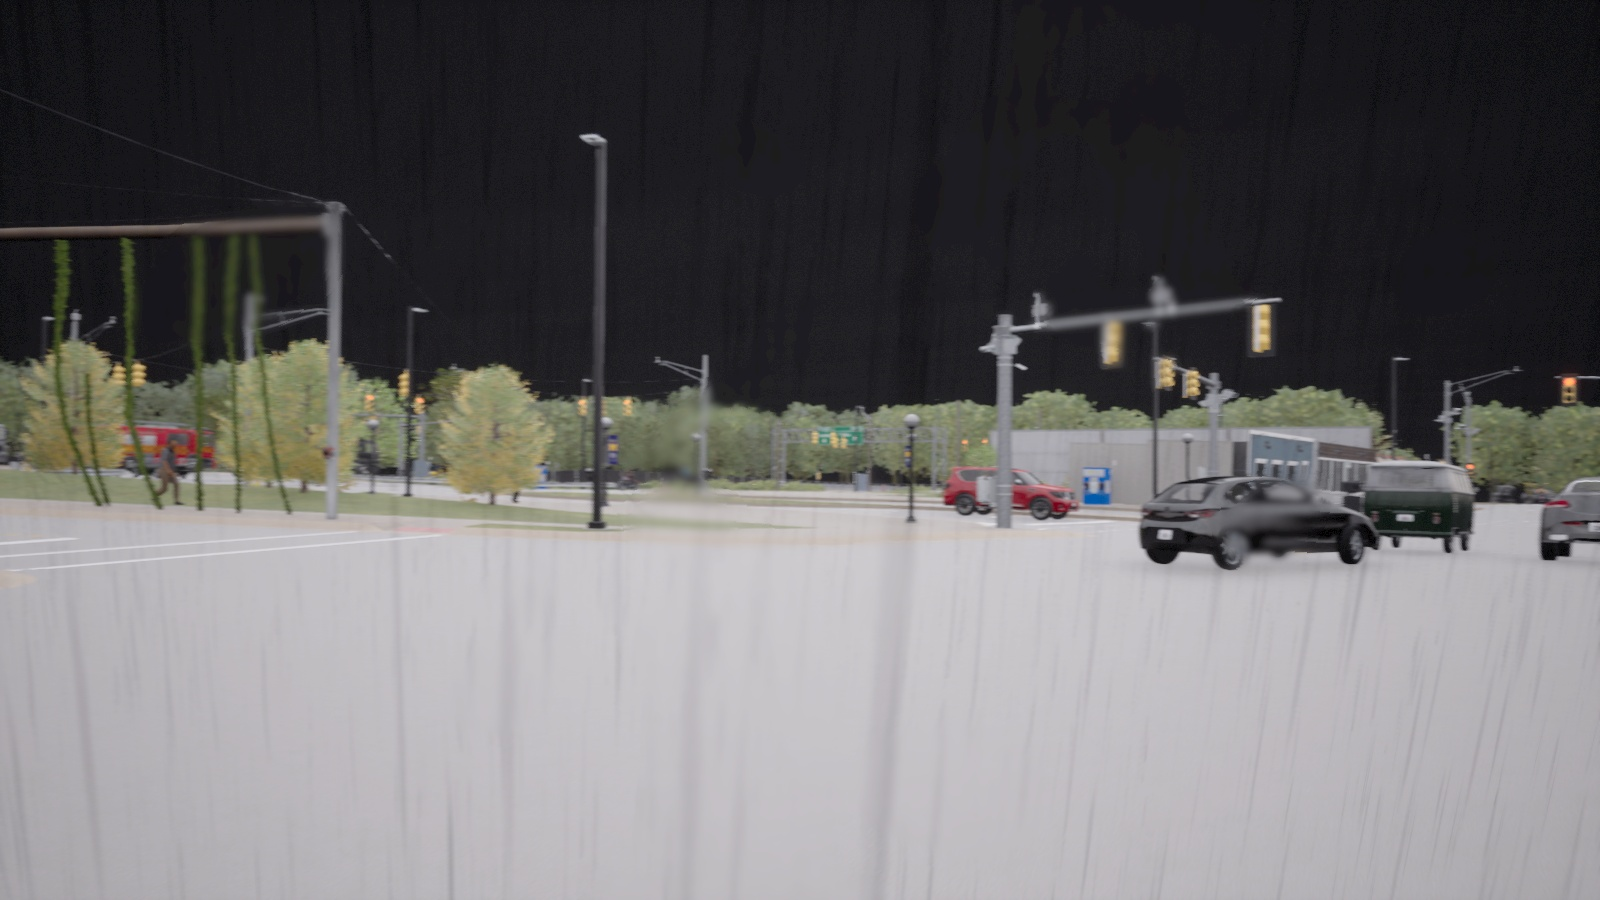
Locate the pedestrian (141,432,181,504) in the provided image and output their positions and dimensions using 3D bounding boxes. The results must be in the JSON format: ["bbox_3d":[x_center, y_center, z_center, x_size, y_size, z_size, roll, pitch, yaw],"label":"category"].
[{"bbox_3d":[-16.617,0.459,32.664,0.694,1.848,0.540,1,-1,10],"label":"pedestrian"}]

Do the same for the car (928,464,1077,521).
[{"bbox_3d":[8.301,1.731,51.647,5.566,2.045,2.150,2,-1,32],"label":"car"}]

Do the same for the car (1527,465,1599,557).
[{"bbox_3d":[15.822,1.233,24.743,2.152,1.651,5.027,0,-3,35],"label":"car"}]

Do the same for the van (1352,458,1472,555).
[{"bbox_3d":[13.859,1.283,28.314,1.775,1.987,4.442,0,-3,35],"label":"van"}]

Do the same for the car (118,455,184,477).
[{"bbox_3d":[-41.294,1.015,79.842,4.718,1.301,1.895,0,-2,38],"label":"car"}]

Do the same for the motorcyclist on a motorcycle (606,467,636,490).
[{"bbox_3d":[-13.391,2.165,94.113,0.766,1.649,2.350,0,-2,35],"label":"motorcyclist on a motorcycle"}]

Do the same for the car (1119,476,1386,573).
[{"bbox_3d":[7.548,1.173,20.907,4.193,1.474,1.816,1,-1,-28],"label":"car"}]
